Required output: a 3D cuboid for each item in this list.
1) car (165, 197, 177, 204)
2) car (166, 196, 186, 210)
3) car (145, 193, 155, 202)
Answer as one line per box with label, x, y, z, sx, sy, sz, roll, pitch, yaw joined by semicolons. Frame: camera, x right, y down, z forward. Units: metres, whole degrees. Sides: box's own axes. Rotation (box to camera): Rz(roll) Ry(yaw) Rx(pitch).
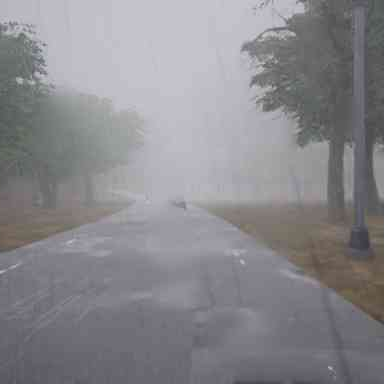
car;-3.868;1.559;61.654;1.895;1.301;4.718;0;0;-7
car;-1.912;1.328;43.348;2.097;1.767;4.553;0;0;-5
car;-9.803;1.175;77.870;2.150;2.045;5.566;0;0;-9
